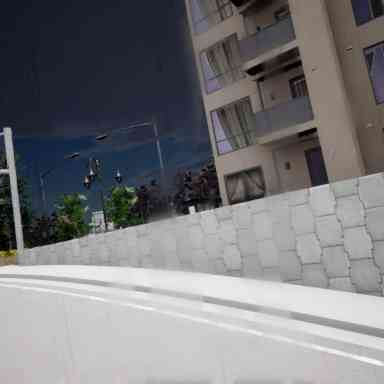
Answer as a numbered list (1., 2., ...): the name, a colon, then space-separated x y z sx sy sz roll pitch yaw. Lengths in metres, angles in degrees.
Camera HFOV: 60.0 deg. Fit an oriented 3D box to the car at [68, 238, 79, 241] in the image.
1. car: -12.231 5.646 34.166 2.097 1.767 4.553 -15 -9 35
